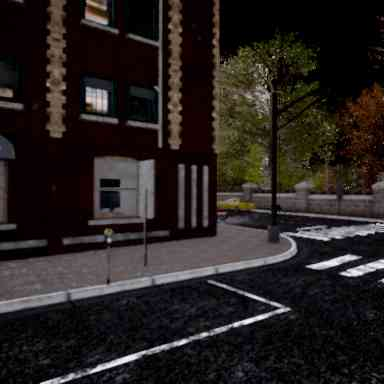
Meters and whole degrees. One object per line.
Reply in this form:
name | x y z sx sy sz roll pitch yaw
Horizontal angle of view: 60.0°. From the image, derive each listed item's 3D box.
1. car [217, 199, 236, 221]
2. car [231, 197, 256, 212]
car | 0.769 1.280 23.398 1.802 1.307 4.206 2 0 -36
car | 4.190 1.166 32.939 1.752 1.417 4.829 2 0 -36
